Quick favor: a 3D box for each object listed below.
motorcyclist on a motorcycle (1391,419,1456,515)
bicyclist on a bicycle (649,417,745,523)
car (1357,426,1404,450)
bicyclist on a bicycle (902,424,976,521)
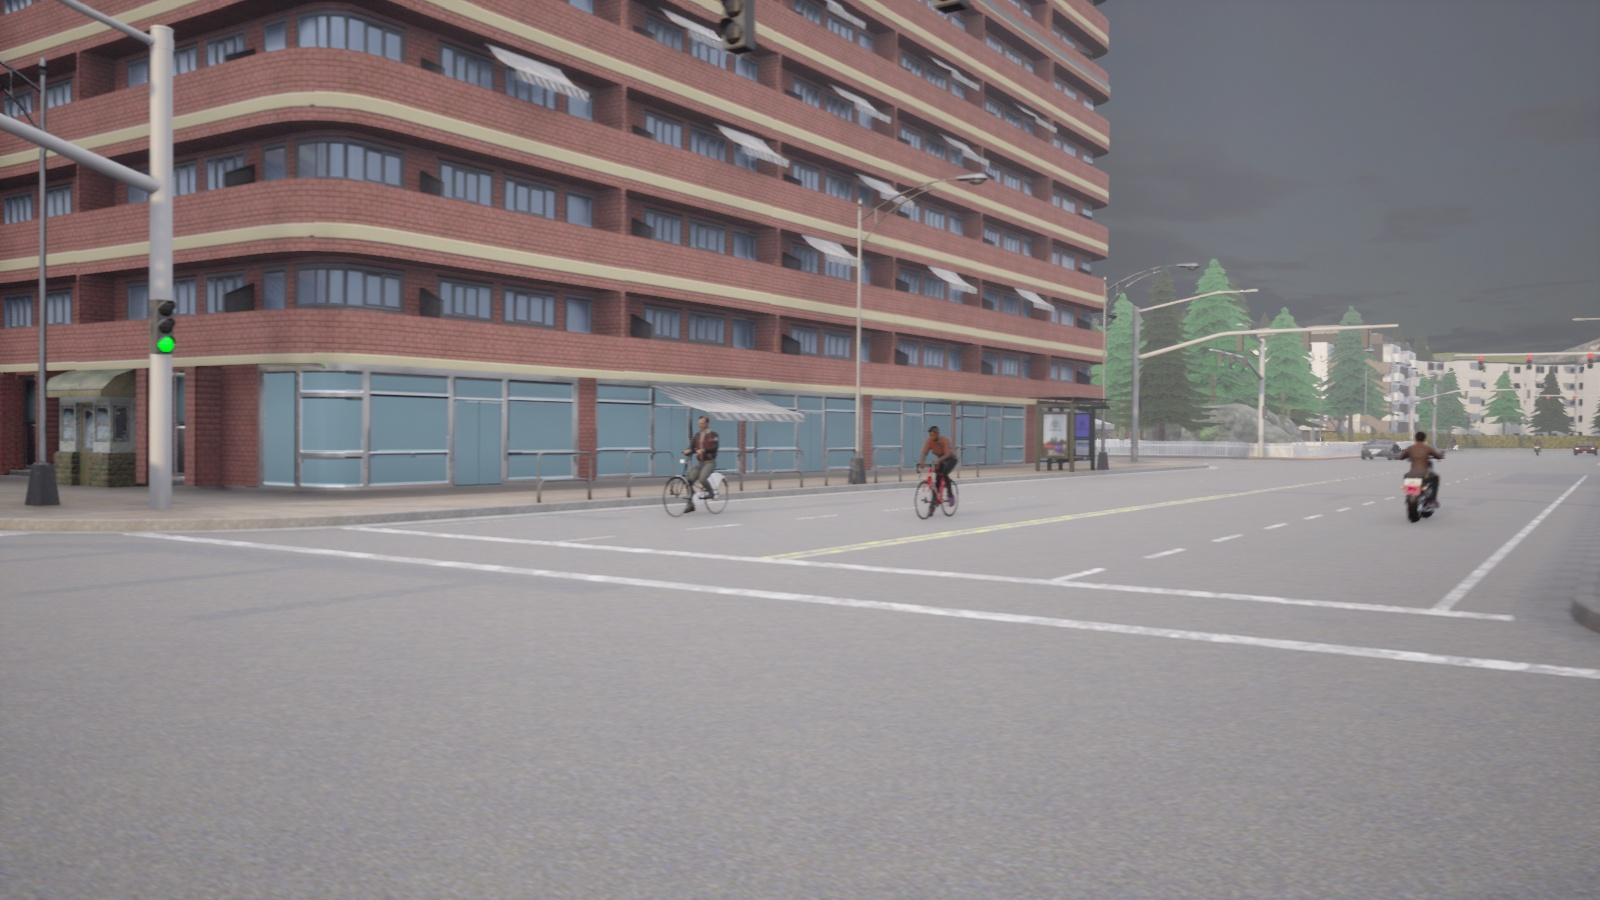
[{"bbox_3d":[11.304,0.269,22.732,0.766,1.649,2.350,0,1,33],"label":"motorcyclist on a motorcycle"},{"bbox_3d":[-1.775,0.319,21.941,0.659,1.776,1.843,0,1,33],"label":"bicyclist on a bicycle"},{"bbox_3d":[38.621,-0.801,83.449,2.128,1.511,4.902,0,1,33],"label":"car"},{"bbox_3d":[2.454,0.362,22.006,0.582,1.620,1.656,0,1,33],"label":"bicyclist on a bicycle"}]
